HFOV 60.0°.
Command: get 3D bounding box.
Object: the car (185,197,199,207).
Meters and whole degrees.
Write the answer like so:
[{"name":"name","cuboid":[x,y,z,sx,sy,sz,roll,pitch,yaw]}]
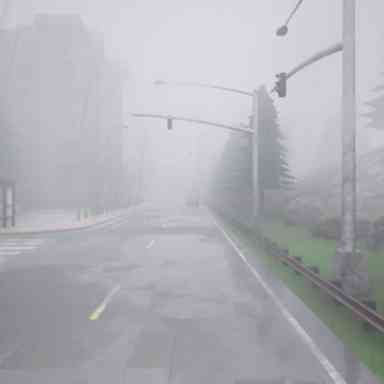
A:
[{"name":"car","cuboid":[-0.011,1.495,51.010,1.994,1.385,4.181,0,0,0]}]
